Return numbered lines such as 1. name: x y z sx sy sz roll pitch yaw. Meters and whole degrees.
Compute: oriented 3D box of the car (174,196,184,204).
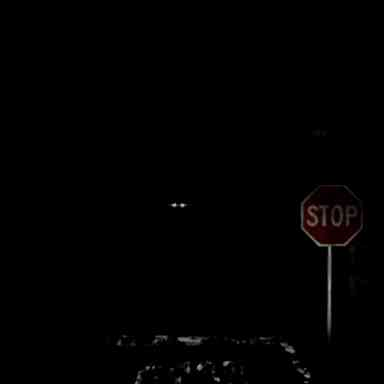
1. car: -2.553 1.557 65.696 1.882 1.535 5.008 0 0 0
